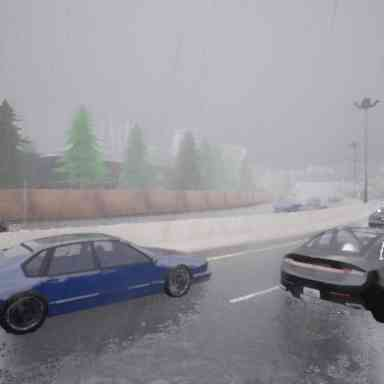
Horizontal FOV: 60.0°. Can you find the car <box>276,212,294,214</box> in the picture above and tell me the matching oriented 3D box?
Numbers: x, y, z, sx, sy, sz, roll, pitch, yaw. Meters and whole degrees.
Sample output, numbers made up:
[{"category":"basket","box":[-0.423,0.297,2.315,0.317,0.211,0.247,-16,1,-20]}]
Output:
[{"category":"car","box":[10.445,1.590,35.709,1.882,1.535,5.008,0,0,35]}]

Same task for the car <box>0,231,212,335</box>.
[{"category":"car","box":[-2.118,1.564,6.754,5.357,1.411,2.033,0,0,-38]}]

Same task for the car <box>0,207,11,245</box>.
[{"category":"car","box":[-10.524,1.502,13.829,5.008,1.535,1.882,0,0,-38]}]

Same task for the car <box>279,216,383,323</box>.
[{"category":"car","box":[3.904,1.517,7.287,4.902,1.511,2.128,0,0,-40]}]

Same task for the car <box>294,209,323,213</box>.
[{"category":"car","box":[11.511,1.608,31.210,1.837,1.490,4.892,0,0,36]}]

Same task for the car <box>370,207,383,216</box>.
[{"category":"car","box":[12.598,1.622,20.926,2.033,1.411,5.357,0,0,40]}]
